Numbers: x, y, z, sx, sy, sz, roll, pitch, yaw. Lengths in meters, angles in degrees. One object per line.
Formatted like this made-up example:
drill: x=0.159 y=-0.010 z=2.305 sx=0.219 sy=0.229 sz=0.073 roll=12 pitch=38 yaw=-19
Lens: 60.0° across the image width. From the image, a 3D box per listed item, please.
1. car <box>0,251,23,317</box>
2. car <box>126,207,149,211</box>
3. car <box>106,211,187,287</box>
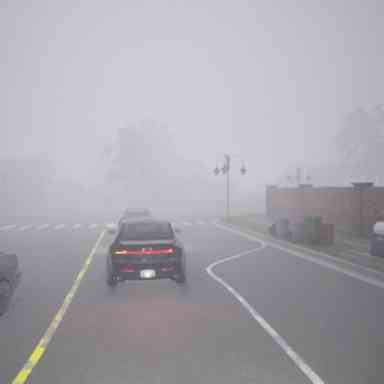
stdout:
car: x=-4.079 y=1.547 z=4.557 sx=2.033 sy=1.411 sz=5.357 roll=0 pitch=0 yaw=-9
car: x=-3.057 y=1.530 z=18.619 sx=1.994 sy=1.385 sz=4.181 roll=0 pitch=0 yaw=-11
car: x=-1.296 y=1.483 z=9.323 sx=1.837 sy=1.490 sz=4.892 roll=0 pitch=-1 yaw=-9
